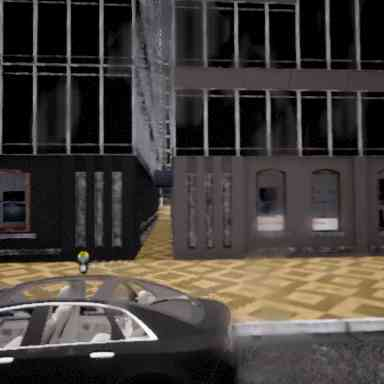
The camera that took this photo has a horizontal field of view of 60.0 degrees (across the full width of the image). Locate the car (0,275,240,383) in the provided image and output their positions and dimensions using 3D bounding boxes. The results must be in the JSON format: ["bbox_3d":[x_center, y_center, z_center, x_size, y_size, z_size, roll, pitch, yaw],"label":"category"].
[{"bbox_3d":[-1.692,1.685,3.707,4.403,1.369,2.008,0,-2,-4],"label":"car"}]
